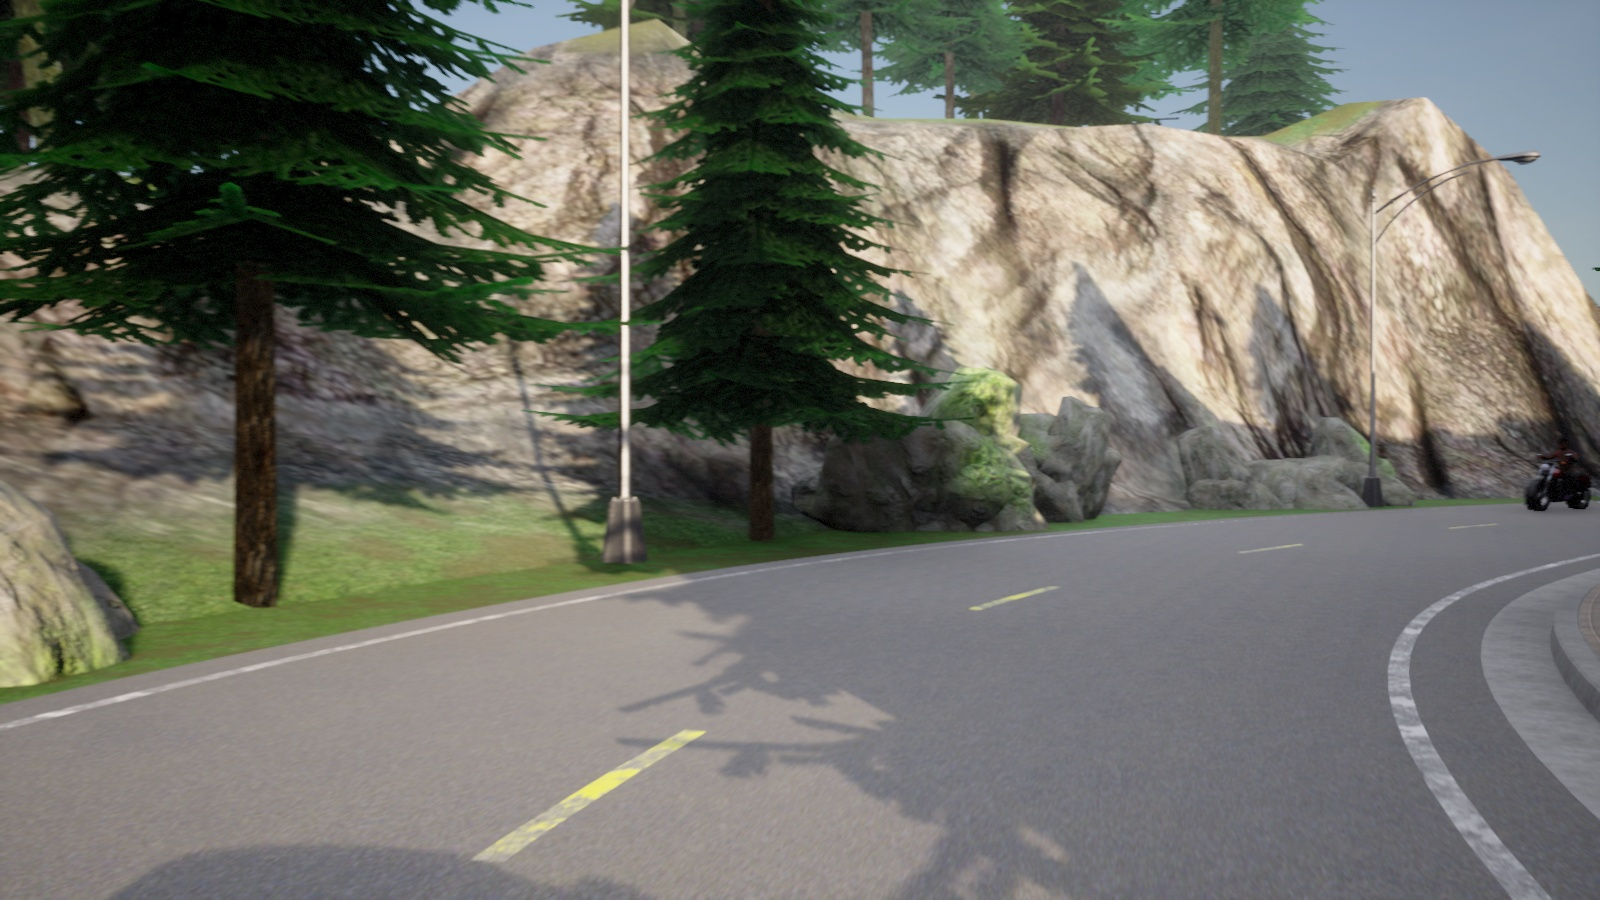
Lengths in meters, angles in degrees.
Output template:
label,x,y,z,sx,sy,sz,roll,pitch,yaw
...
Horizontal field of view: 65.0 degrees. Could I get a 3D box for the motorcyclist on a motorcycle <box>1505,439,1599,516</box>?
label,x,y,z,sx,sy,sz,roll,pitch,yaw
motorcyclist on a motorcycle,16.707,0.581,27.885,2.350,1.649,0.766,0,1,-31
